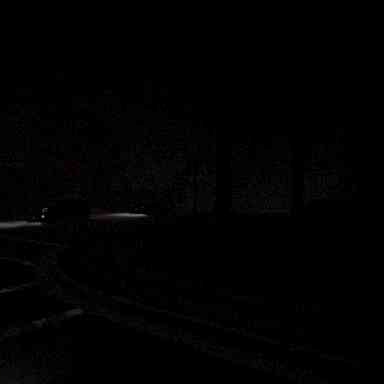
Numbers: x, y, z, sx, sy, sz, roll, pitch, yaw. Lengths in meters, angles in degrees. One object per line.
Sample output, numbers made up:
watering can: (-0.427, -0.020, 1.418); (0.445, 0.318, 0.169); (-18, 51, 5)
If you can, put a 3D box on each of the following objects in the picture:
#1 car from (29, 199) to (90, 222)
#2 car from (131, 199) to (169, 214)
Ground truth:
car: (-10.440, 1.339, 26.481); (2.097, 1.767, 4.553); (0, 0, 34)
car: (-4.370, 1.511, 35.459); (1.812, 1.442, 4.674); (0, 0, 34)
